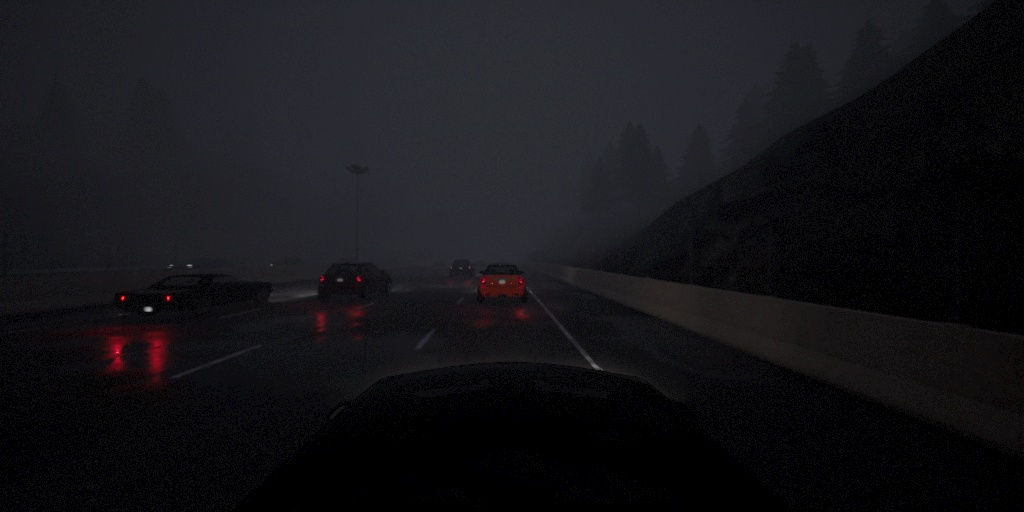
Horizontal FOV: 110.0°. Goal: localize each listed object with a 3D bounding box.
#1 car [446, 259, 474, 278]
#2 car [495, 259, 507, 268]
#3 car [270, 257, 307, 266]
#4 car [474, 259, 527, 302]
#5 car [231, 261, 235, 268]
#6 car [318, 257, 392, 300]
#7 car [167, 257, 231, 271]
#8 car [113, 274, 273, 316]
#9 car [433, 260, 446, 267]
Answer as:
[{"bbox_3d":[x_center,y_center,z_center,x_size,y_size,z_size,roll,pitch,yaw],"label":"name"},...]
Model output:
[{"bbox_3d":[-4.521,1.077,33.288,2.097,1.767,4.553,0,0,-2],"label":"car"},{"bbox_3d":[-1.980,1.235,64.192,2.128,1.511,4.902,0,0,-1],"label":"car"},{"bbox_3d":[-25.955,0.943,41.756,2.097,1.767,4.553,0,0,-1],"label":"car"},{"bbox_3d":[-0.482,1.100,17.076,2.097,1.767,4.553,0,0,-2],"label":"car"},{"bbox_3d":[-32.895,1.052,39.472,1.837,1.490,4.892,0,0,-1],"label":"car"},{"bbox_3d":[-7.504,1.057,17.619,2.097,1.767,4.553,0,0,-2],"label":"car"},{"bbox_3d":[-29.210,0.923,33.332,2.097,1.767,4.553,0,0,-2],"label":"car"},{"bbox_3d":[-10.853,1.284,12.847,1.895,1.301,4.718,0,0,-2],"label":"car"},{"bbox_3d":[-12.474,1.278,62.996,1.895,1.301,4.718,0,0,-1],"label":"car"}]
